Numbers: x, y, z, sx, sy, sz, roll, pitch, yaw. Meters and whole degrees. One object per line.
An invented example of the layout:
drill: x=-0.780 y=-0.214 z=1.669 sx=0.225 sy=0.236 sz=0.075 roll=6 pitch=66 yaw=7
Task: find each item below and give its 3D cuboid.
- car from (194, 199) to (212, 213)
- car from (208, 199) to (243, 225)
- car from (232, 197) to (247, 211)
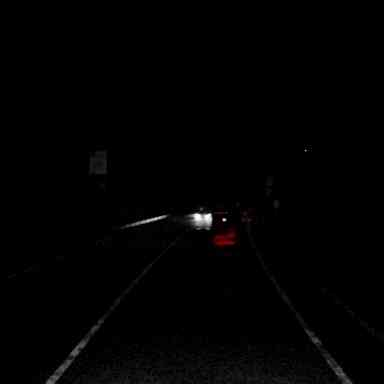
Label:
car: x=1.496 y=1.617 z=38.367 sx=2.128 sy=1.511 sz=4.902 roll=-1 pitch=0 yaw=11
car: x=2.519 y=1.544 z=24.175 sx=1.837 sy=1.490 sz=4.892 roll=-1 pitch=0 yaw=10
car: x=5.810 y=1.423 z=41.571 sx=2.097 sy=1.767 sz=4.553 roll=-1 pitch=0 yaw=11
